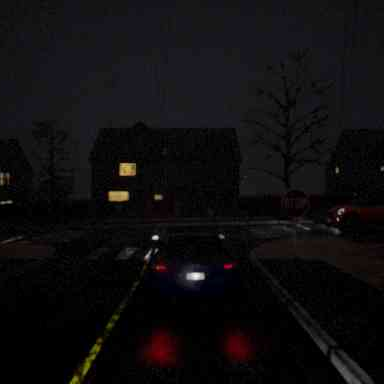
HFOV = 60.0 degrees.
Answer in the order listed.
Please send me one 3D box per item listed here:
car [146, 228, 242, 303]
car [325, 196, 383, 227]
[{"bbox_3d":[-0.066,1.569,8.306,1.994,1.385,4.181,0,0,-4],"label":"car"},{"bbox_3d":[10.336,1.052,19.675,4.553,1.767,2.097,-1,1,0],"label":"car"}]
